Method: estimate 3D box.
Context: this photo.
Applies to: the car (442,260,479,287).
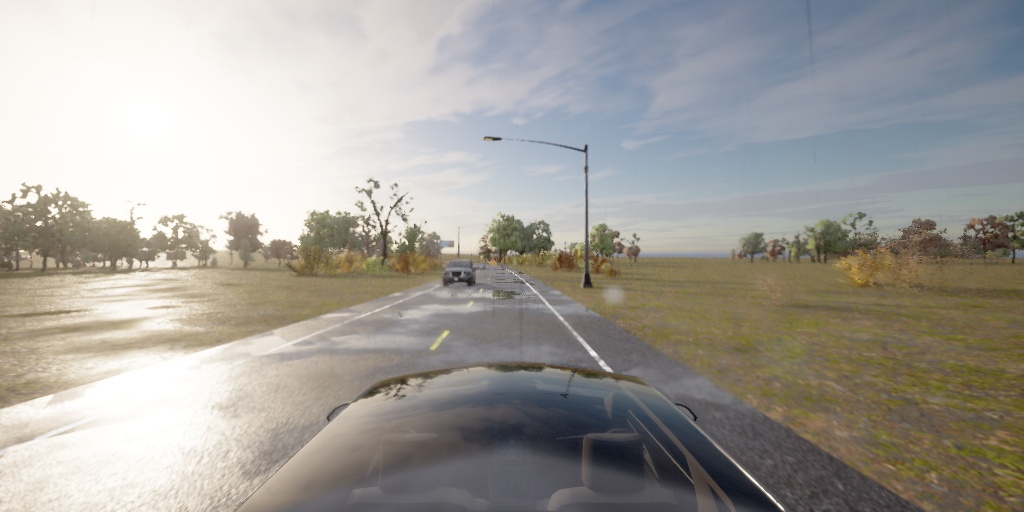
[{"bbox_3d":[-4.007,1.298,28.023,2.150,2.045,5.566,0,-1,-2],"label":"car"}]
